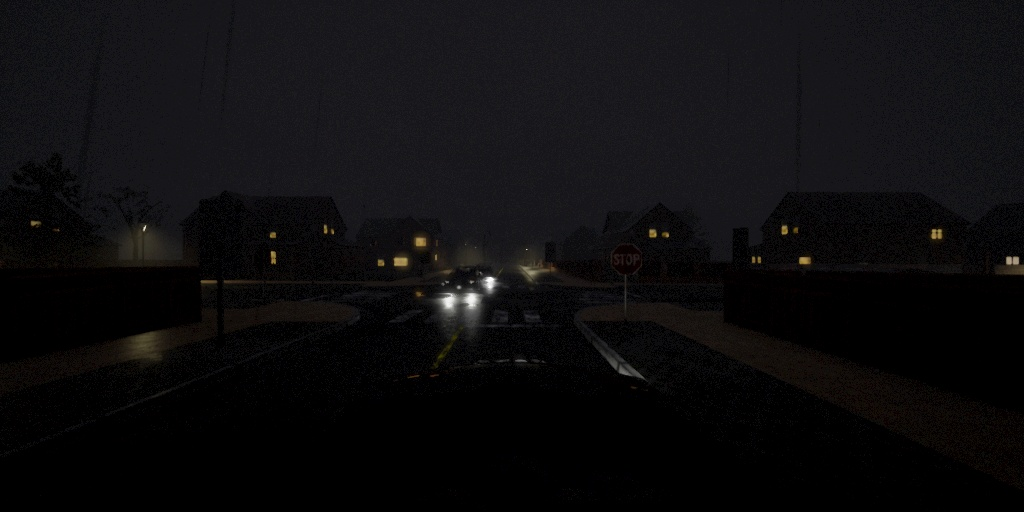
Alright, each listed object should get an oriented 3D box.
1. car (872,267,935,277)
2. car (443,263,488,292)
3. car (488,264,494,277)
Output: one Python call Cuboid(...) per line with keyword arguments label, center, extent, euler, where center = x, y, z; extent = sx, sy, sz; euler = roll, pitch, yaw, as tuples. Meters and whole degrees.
Cuboid(label="car", center=(20.820, 1.366, 19.490), extent=(5.008, 1.535, 1.882), euler=(0, 0, 0))
Cuboid(label="car", center=(-2.833, 1.309, 21.801), extent=(2.033, 1.411, 5.357), euler=(0, 0, 0))
Cuboid(label="car", center=(-2.894, 1.428, 37.188), extent=(1.895, 1.301, 4.718), euler=(0, 0, 0))
